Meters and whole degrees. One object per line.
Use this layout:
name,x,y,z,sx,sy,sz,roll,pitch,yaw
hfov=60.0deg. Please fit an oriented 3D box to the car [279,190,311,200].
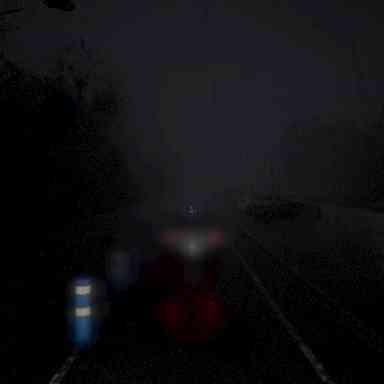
car,20.205,0.569,65.305,5.566,2.045,2.435,0,0,0

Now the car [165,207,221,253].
car,0.059,1.510,13.196,1.895,1.301,4.718,0,1,0

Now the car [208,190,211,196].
car,7.063,0.732,76.615,5.366,1.575,1.946,0,0,0

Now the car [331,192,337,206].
car,19.994,1.115,40.388,4.792,1.488,2.163,0,1,0

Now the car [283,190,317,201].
car,20.181,0.592,62.535,5.566,2.045,2.435,0,0,0

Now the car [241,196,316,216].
car,6.831,1.325,26.658,5.008,1.535,2.097,0,1,0

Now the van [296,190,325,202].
van,20.279,0.662,56.995,4.442,1.987,1.878,0,0,0

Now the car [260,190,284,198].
car,20.369,0.409,84.821,5.566,2.045,2.435,0,0,0

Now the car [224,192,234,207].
car,6.734,1.135,37.762,5.366,1.575,1.946,0,1,0

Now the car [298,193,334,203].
car,20.144,0.911,54.228,5.008,1.535,2.097,0,0,0

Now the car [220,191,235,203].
car,6.782,1.042,43.434,5.366,1.575,1.946,0,1,0

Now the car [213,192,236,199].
car,7.218,0.759,73.837,4.892,1.521,2.231,0,0,0

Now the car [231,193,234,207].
car,6.902,1.186,34.985,4.892,1.521,2.231,0,1,0

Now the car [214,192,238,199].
car,7.208,0.781,71.061,4.892,1.521,2.231,0,0,0

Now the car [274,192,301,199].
car,20.274,0.775,70.848,5.008,1.535,2.097,0,0,0

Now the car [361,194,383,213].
car,19.766,1.223,32.082,5.366,1.575,1.946,0,1,0

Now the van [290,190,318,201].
van,20.069,0.640,59.767,4.442,1.987,1.878,0,0,0

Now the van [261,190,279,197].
van,20.538,0.412,87.590,4.442,1.987,1.878,0,0,0

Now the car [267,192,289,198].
car,20.348,0.747,79.158,4.674,1.452,2.002,0,0,0

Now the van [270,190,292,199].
van,20.444,0.503,76.511,4.442,1.987,1.878,0,0,0

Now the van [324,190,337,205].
van,20.163,0.813,43.276,4.442,1.987,1.878,0,1,0

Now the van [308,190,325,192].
van,20.007,0.711,51.441,4.442,1.987,1.878,0,1,0

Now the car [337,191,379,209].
car,20.027,0.881,37.614,5.566,2.045,2.435,0,1,0

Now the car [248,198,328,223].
car,6.773,1.402,23.883,4.792,1.488,2.163,0,1,0

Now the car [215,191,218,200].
car,7.078,0.901,59.958,4.792,1.488,2.163,0,0,0

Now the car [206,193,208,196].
car,7.417,0.347,93.267,5.566,2.045,2.435,0,0,0

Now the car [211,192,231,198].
car,7.313,0.666,84.941,5.008,1.535,2.097,0,0,0

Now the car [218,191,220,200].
car,7.090,0.946,54.405,4.792,1.488,2.163,0,0,0

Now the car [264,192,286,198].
car,20.368,0.684,81.928,5.008,1.535,2.097,0,0,0

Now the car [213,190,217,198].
car,7.125,0.855,65.510,4.792,1.488,2.163,0,0,0

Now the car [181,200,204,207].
car,0.065,1.327,28.229,1.895,1.301,4.718,0,1,1

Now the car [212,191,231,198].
car,7.264,0.564,82.164,4.553,1.767,2.185,0,0,0

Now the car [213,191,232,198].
car,7.240,0.586,79.388,4.553,1.767,2.185,0,0,0

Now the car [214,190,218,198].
car,7.102,0.878,62.734,4.792,1.488,2.163,0,0,0

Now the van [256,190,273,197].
van,20.352,0.367,93.140,4.442,1.987,1.878,0,0,0

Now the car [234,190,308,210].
car,6.877,1.027,29.429,5.566,2.045,2.435,0,1,0

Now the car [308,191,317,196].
car,20.121,0.995,48.691,4.792,1.488,2.163,0,1,0

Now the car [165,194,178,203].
car,-3.254,0.999,53.017,2.033,1.411,5.357,0,1,1

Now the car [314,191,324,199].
car,20.099,1.028,46.052,4.792,1.488,2.163,0,1,1

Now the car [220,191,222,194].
car,7.007,0.972,48.853,4.892,1.521,2.231,0,1,0

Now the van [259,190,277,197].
van,20.560,0.390,90.235,4.442,1.987,1.878,0,0,0

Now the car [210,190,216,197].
car,6.992,0.800,68.287,5.366,1.575,1.946,0,0,0
